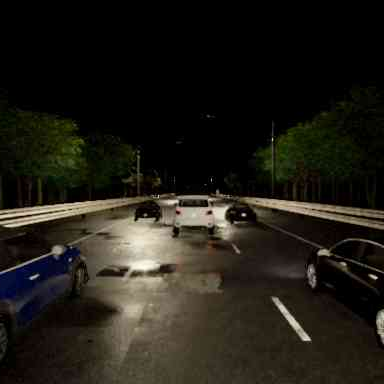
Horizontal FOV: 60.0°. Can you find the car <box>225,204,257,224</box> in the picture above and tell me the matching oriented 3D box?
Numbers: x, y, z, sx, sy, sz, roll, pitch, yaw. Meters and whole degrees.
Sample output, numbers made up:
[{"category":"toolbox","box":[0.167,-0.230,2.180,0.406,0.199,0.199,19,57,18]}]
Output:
[{"category":"car","box":[3.592,1.552,25.001,1.994,1.385,4.181,0,0,0]}]

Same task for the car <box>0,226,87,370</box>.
[{"category":"car","box":[-3.402,1.358,5.640,2.097,1.767,4.553,0,0,0]}]

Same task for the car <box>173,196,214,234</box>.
[{"category":"car","box":[0.095,1.219,19.433,2.150,2.045,5.566,0,0,0]}]

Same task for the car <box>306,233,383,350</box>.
[{"category":"car","box":[3.598,1.510,5.984,1.837,1.490,4.892,0,0,0]}]

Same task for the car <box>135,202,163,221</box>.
[{"category":"car","box":[-3.405,1.513,26.512,1.812,1.442,4.674,0,0,0]}]

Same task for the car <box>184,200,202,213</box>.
[{"category":"car","box":[0.094,1.569,37.703,1.895,1.301,4.718,0,0,0]}]
